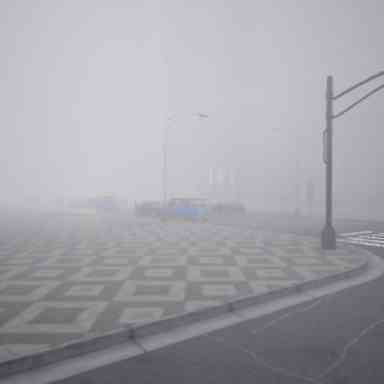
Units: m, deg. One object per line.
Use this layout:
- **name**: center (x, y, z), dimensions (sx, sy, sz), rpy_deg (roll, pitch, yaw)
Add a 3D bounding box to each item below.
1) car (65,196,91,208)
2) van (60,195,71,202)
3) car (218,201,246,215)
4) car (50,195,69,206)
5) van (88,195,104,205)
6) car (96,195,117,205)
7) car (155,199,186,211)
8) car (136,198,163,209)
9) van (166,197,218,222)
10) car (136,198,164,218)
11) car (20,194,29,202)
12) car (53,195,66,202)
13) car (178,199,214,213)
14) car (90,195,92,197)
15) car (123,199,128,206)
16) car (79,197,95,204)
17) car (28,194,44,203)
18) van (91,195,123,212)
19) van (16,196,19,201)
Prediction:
- **car**: center (-16.279, 1.599, 47.395), dimensions (1.802, 1.307, 4.206), rpy_deg (1, -1, -36)
- **van**: center (-31.933, 1.610, 83.762), dimensions (1.690, 1.788, 3.998), rpy_deg (1, -1, -36)
- **car**: center (3.582, 1.578, 34.439), dimensions (1.887, 1.381, 4.507), rpy_deg (1, -1, -36)
- **car**: center (-22.733, 1.611, 56.365), dimensions (2.008, 1.369, 4.403), rpy_deg (1, -1, -36)
- **van**: center (-19.019, 1.524, 65.827), dimensions (1.690, 1.788, 3.998), rpy_deg (1, -1, -36)
- **car**: center (-15.790, 1.476, 61.344), dimensions (2.192, 1.841, 5.009), rpy_deg (1, -1, -36)
- **car**: center (-2.876, 1.620, 43.406), dimensions (1.887, 1.381, 4.507), rpy_deg (1, -1, -36)
- **car**: center (-6.204, 1.623, 48.028), dimensions (1.752, 1.417, 4.829), rpy_deg (1, -1, -36)
- **van**: center (-0.144, 1.254, 24.974), dimensions (1.690, 1.788, 3.998), rpy_deg (1, -1, -36)
- **car**: center (-3.372, 1.477, 29.457), dimensions (1.887, 1.381, 4.507), rpy_deg (1, -1, -36)
- **car**: center (-38.865, 1.484, 78.790), dimensions (2.192, 1.841, 5.009), rpy_deg (1, -1, -36)
- **car**: center (-35.162, 1.606, 88.247), dimensions (2.192, 1.841, 5.009), rpy_deg (1, -1, -36)
- **car**: center (0.353, 1.599, 38.923), dimensions (1.887, 1.381, 4.507), rpy_deg (1, -1, -36)
- **car**: center (-14.813, 1.560, 50.109), dimensions (1.837, 1.490, 4.892), rpy_deg (1, -1, -36)
- **car**: center (-12.562, 1.684, 56.858), dimensions (1.887, 1.381, 4.507), rpy_deg (1, -1, -36)
- **car**: center (-22.248, 1.755, 70.310), dimensions (2.008, 1.369, 4.403), rpy_deg (1, -1, -36)
- **car**: center (-32.314, 1.650, 69.681), dimensions (1.752, 1.417, 4.829), rpy_deg (1, -1, -36)
- **van**: center (-9.825, 1.316, 38.427), dimensions (1.690, 1.788, 3.998), rpy_deg (1, -1, -36)
- **van**: center (-42.092, 1.532, 83.274), dimensions (1.690, 1.788, 3.998), rpy_deg (1, -1, -36)
